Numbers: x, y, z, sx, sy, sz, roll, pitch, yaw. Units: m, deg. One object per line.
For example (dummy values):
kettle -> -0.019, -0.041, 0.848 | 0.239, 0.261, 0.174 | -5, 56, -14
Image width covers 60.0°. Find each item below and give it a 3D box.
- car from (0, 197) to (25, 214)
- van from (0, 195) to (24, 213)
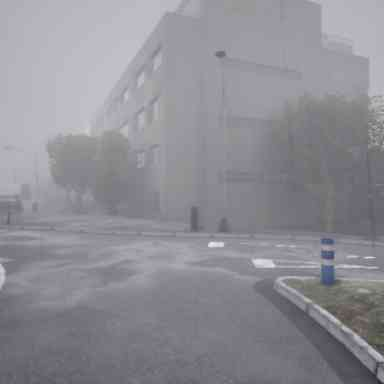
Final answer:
car -> -23.922, 1.730, 41.211 | 5.566, 2.045, 2.435 | 0, -3, -30
van -> -19.651, 1.350, 34.037 | 4.442, 1.987, 1.878 | 0, -2, -30
